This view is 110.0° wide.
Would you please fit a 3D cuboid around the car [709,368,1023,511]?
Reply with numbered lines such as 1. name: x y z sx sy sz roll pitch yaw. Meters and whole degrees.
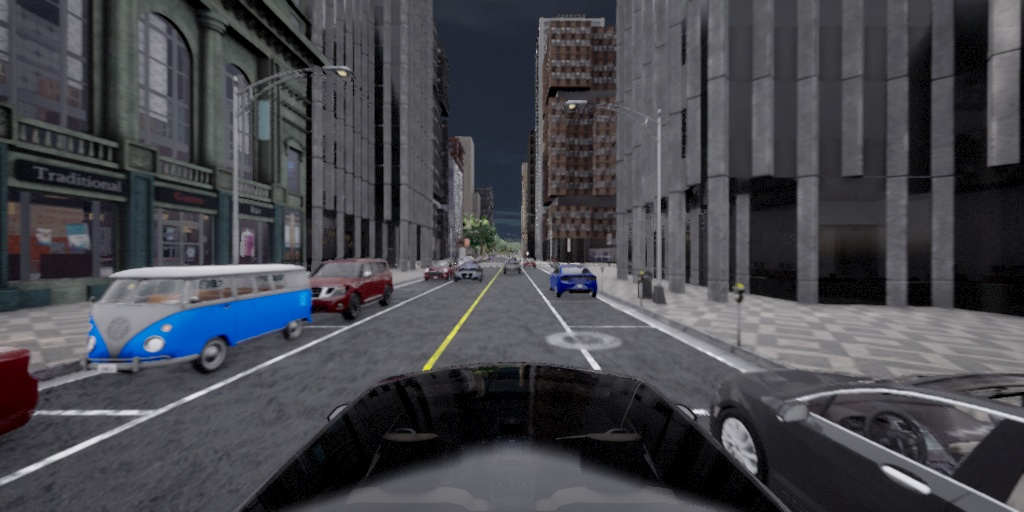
1. car: 2.763 1.300 1.773 2.007 1.370 4.403 0 0 0

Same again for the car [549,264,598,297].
1. car: 2.995 1.162 18.317 1.882 1.535 5.008 0 0 0

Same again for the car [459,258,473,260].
1. car: -5.774 1.204 39.848 1.802 1.307 4.207 0 0 0

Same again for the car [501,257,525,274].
1. car: 0.043 1.115 38.921 2.128 1.511 4.902 0 0 0

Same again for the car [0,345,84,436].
1. car: -5.763 1.295 1.763 1.888 1.381 4.507 0 0 0

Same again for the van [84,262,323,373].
1. van: -5.764 1.069 7.205 1.690 1.789 3.998 0 0 0

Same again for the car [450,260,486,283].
1. car: -3.103 1.217 26.714 1.994 1.385 4.181 0 0 0

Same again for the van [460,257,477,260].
1. van: -5.776 0.953 45.290 1.690 1.789 3.998 0 0 0

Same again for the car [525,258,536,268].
1. car: 2.746 1.031 56.177 1.967 1.591 4.097 0 0 0

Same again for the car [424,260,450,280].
1. car: -5.771 1.085 28.969 1.967 1.591 4.097 0 0 0

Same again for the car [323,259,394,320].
1. car: -5.766 1.022 12.646 2.192 1.841 5.009 0 0 0

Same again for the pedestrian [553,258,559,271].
1. pedestrian: 2.594 0.967 21.250 0.375 1.860 0.375 0 0 -10
